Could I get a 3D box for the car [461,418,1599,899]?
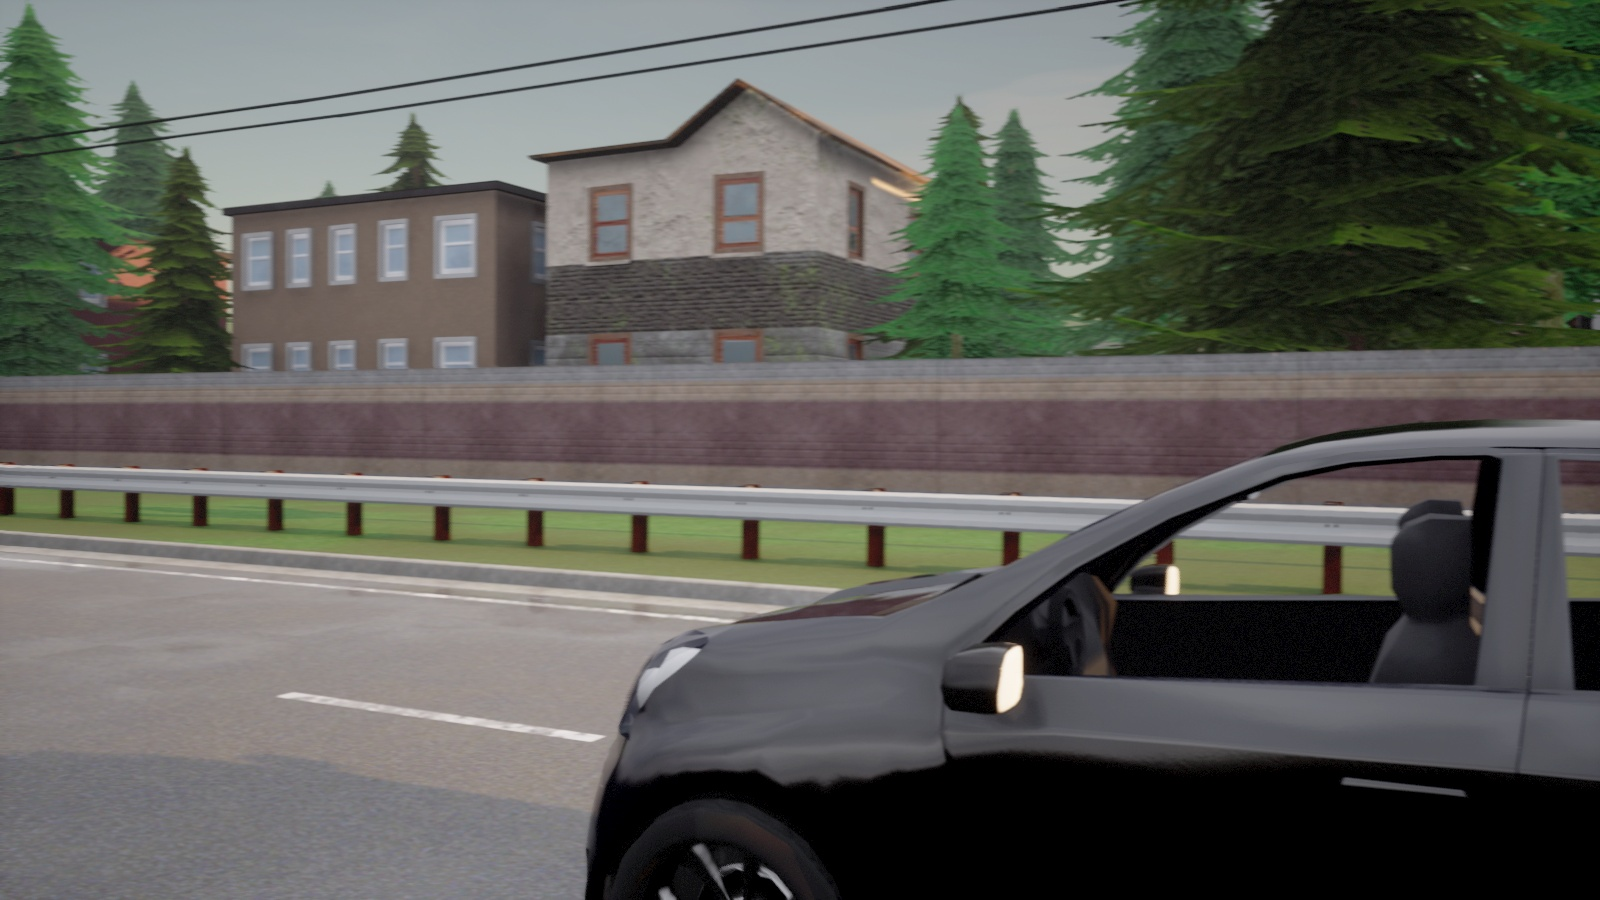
[{"bbox_3d":[1.268,0.686,2.902,3.633,1.501,1.845,0,1,27],"label":"car"}]
